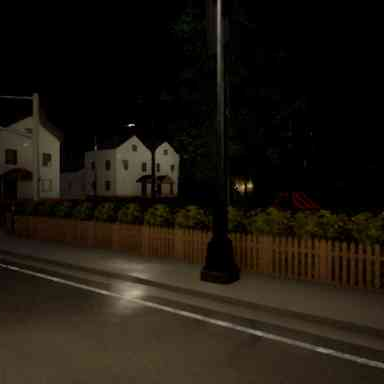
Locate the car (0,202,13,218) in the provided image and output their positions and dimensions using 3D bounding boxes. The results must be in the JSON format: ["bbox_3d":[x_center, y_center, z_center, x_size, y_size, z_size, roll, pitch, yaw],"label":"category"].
[{"bbox_3d":[-17.402,1.523,28.234,2.033,1.411,5.357,0,0,35],"label":"car"}]

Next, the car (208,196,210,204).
[{"bbox_3d":[3.706,1.466,58.581,2.128,1.511,4.902,0,0,35],"label":"car"}]
